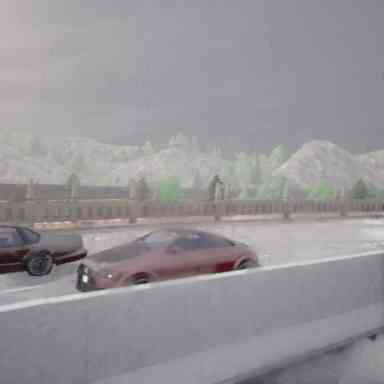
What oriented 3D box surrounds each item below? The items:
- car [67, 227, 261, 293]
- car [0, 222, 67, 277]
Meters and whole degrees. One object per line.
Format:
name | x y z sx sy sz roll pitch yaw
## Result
car | -0.422 1.546 7.662 4.181 1.385 1.994 0 0 -32
car | -5.504 1.500 8.546 5.357 1.411 2.033 0 0 -35
